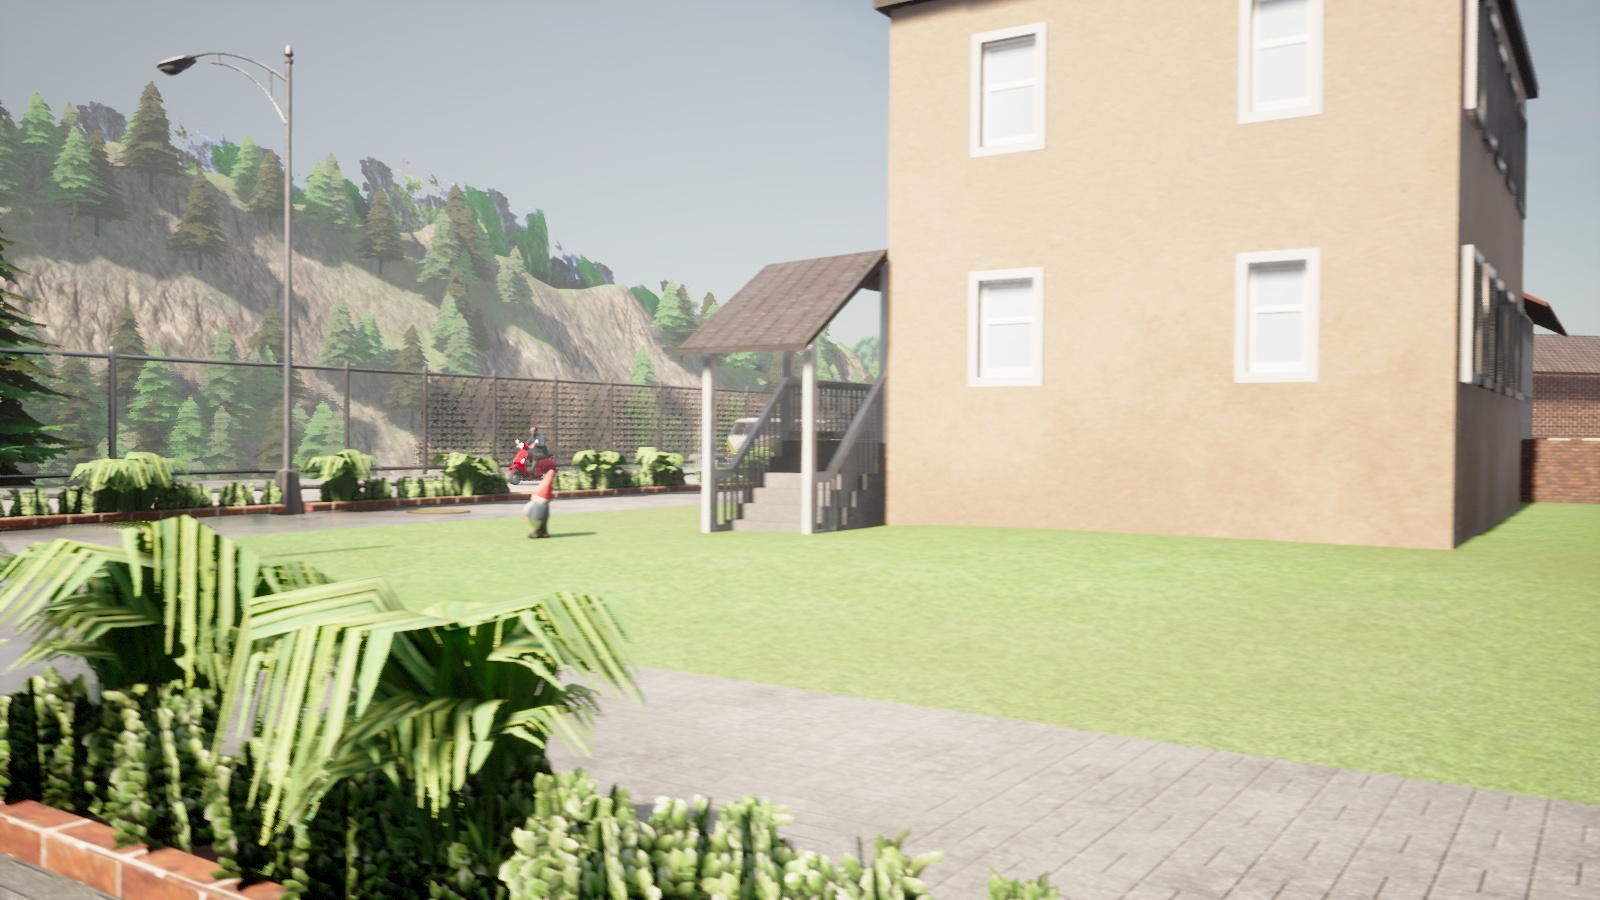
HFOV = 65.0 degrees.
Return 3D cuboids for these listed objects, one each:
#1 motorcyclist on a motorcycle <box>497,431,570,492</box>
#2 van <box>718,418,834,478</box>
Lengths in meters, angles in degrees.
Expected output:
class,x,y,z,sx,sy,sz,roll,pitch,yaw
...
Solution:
class,x,y,z,sx,sy,sz,roll,pitch,yaw
motorcyclist on a motorcycle,-7.186,0.287,33.886,0.866,1.590,1.817,0,1,34
van,-0.765,-0.104,43.567,1.775,1.987,4.442,0,1,34
